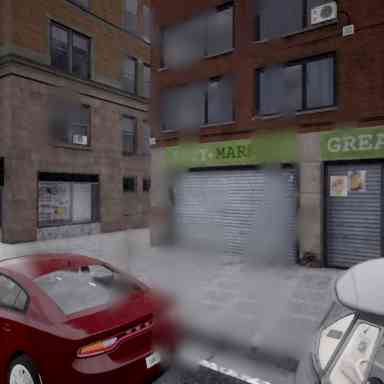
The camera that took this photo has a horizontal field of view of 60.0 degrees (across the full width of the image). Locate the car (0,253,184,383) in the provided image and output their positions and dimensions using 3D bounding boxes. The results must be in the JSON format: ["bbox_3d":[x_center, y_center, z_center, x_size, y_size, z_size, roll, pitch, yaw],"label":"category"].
[{"bbox_3d":[-2.198,1.544,4.644,4.507,1.381,1.887,0,0,35],"label":"car"}]

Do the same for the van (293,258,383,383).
[{"bbox_3d":[2.411,1.341,1.357,3.998,1.788,1.690,0,0,35],"label":"van"}]
